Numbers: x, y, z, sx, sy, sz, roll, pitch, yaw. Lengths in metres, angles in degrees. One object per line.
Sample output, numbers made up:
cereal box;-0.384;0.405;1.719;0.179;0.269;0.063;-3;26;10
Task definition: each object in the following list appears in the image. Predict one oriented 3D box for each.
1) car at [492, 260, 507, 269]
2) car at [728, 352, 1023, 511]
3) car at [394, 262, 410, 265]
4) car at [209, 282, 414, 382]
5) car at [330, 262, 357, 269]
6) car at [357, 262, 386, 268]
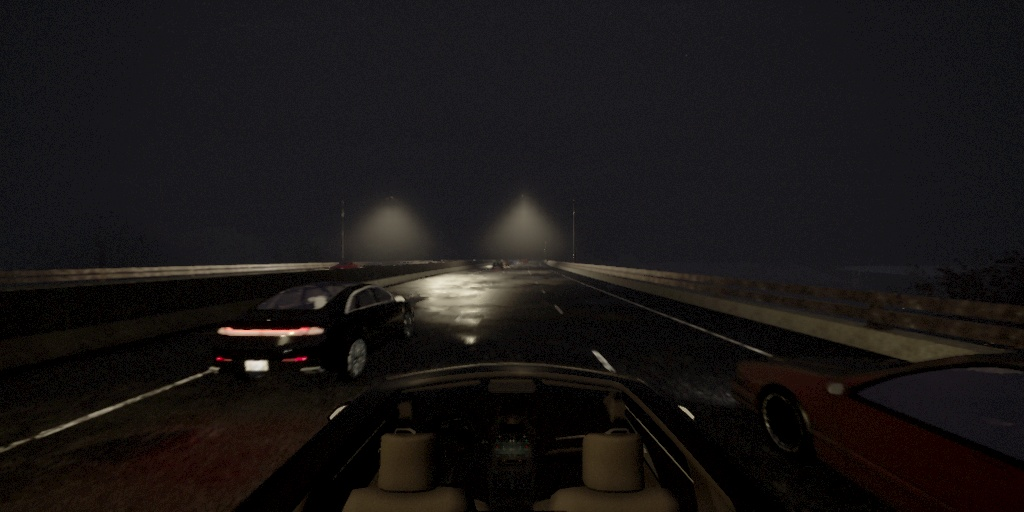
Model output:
car;-2.447;1.536;63.171;1.837;1.490;4.892;0;0;2
car;3.603;1.304;1.955;2.033;1.411;5.357;0;0;0
car;-13.551;1.470;44.525;1.994;1.385;4.181;0;0;2
car;-3.389;1.256;7.192;2.128;1.511;4.902;0;0;0
car;-20.559;1.418;44.269;1.812;1.442;4.674;0;0;2
car;-17.049;1.464;44.629;1.994;1.385;4.181;0;0;2
